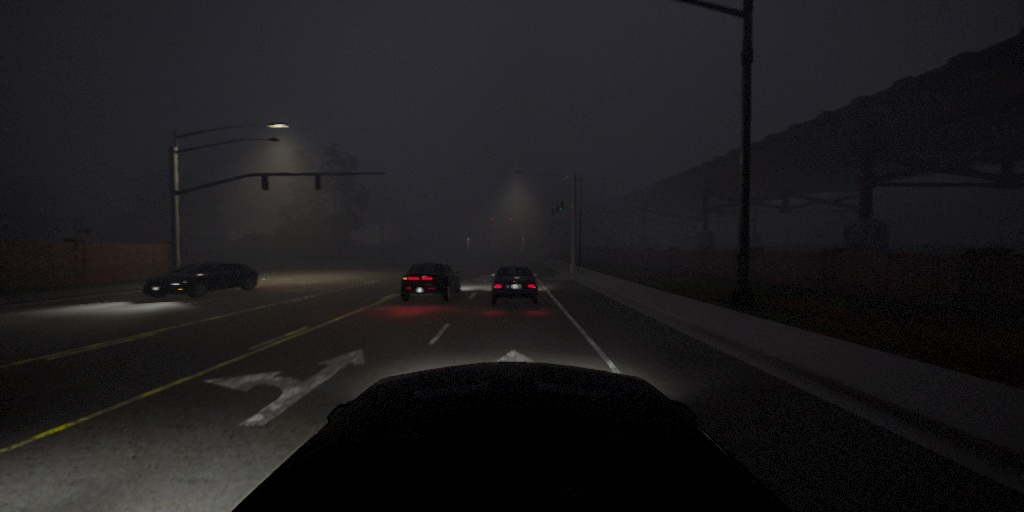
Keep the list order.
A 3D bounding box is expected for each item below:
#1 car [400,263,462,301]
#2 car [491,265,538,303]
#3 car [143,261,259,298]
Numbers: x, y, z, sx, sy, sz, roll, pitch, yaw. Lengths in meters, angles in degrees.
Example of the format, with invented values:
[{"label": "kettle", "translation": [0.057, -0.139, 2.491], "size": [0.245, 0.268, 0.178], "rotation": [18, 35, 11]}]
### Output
[{"label": "car", "translation": [-3.399, 1.023, 15.634], "size": [1.837, 1.490, 4.892], "rotation": [0, 0, 0]}, {"label": "car", "translation": [0.100, 1.081, 15.203], "size": [2.033, 1.411, 5.357], "rotation": [0, 1, 0]}, {"label": "car", "translation": [-14.047, 1.016, 16.578], "size": [1.837, 1.490, 4.892], "rotation": [0, 1, 1]}]
